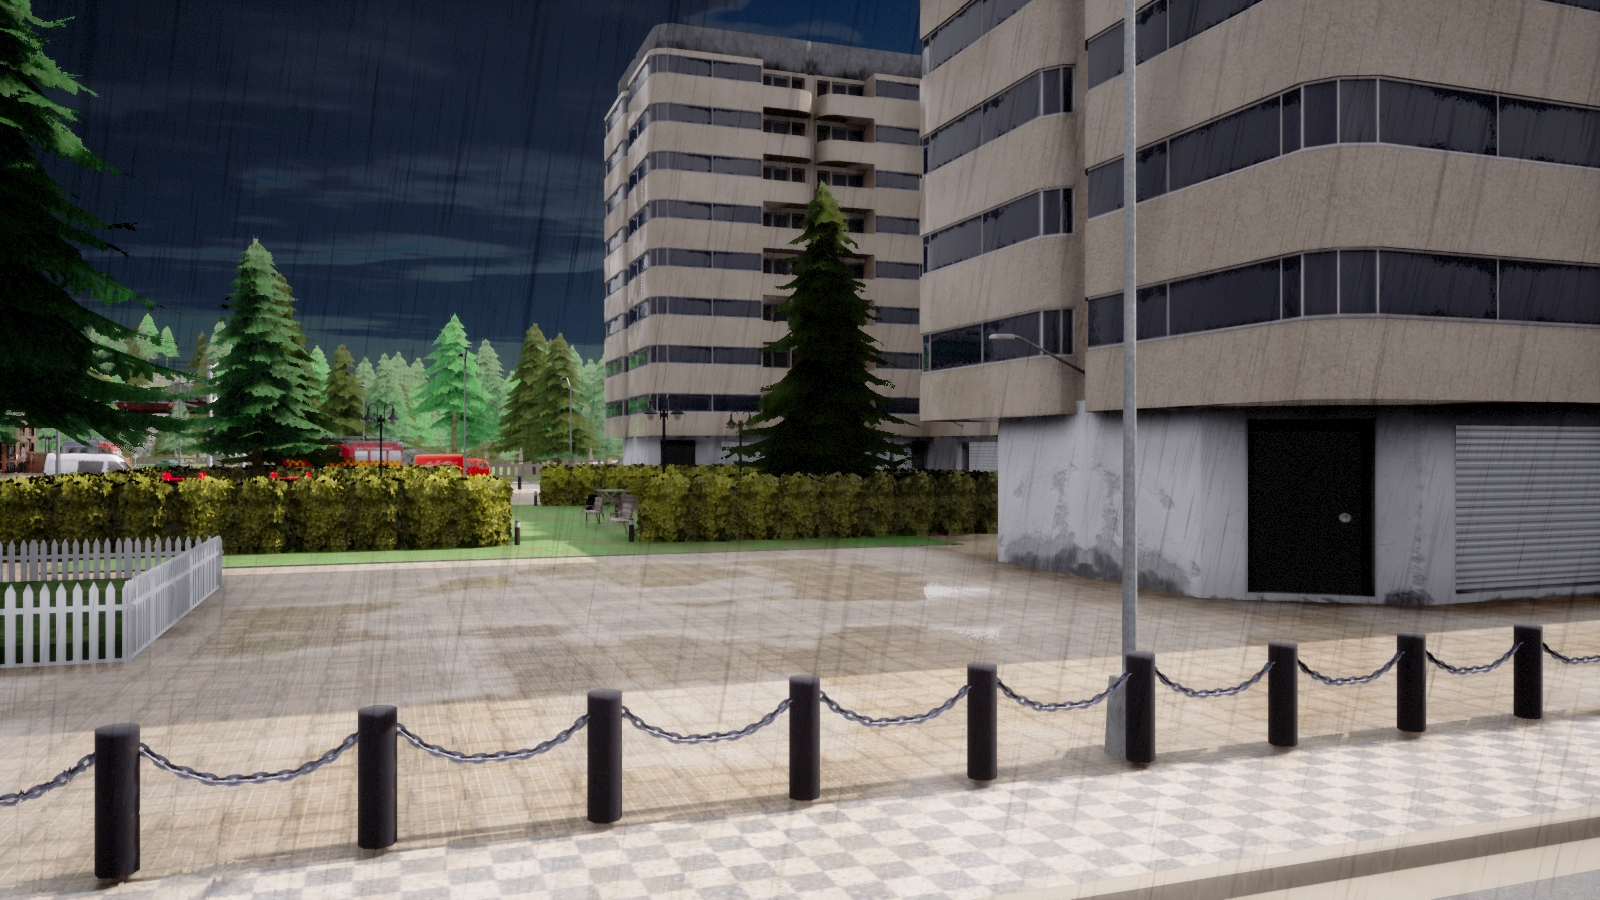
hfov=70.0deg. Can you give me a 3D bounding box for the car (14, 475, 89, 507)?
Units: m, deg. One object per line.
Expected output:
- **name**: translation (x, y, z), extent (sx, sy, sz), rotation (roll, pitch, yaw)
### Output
- **car**: translation (-38.243, 2.063, 58.523), extent (2.163, 1.488, 4.792), rotation (0, 0, -20)

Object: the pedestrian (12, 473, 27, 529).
- **pedestrian**: translation (-26.273, 1.695, 38.445), extent (0.375, 1.860, 0.375), rotation (0, 0, -28)

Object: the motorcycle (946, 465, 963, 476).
- **motorcycle**: translation (16.084, 2.131, 119.009), extent (0.803, 1.199, 2.033), rotation (0, 0, -20)
